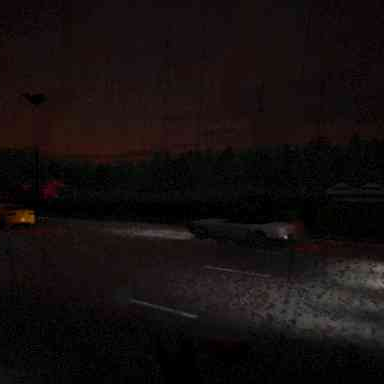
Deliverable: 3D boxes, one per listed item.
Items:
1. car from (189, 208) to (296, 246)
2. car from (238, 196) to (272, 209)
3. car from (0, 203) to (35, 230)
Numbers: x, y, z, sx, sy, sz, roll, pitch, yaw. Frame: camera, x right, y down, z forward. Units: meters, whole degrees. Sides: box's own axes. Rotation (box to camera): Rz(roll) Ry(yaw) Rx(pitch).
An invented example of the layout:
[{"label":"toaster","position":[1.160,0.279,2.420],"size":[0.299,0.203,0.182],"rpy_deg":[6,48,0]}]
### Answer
[{"label":"car","position":[2.180,1.601,15.335],"size":[4.718,1.301,1.895],"rpy_deg":[0,0,35]},{"label":"car","position":[4.576,1.214,24.455],"size":[1.905,1.878,3.866],"rpy_deg":[0,0,35]},{"label":"car","position":[-12.038,1.477,21.165],"size":[5.008,1.535,1.882],"rpy_deg":[0,0,35]}]
